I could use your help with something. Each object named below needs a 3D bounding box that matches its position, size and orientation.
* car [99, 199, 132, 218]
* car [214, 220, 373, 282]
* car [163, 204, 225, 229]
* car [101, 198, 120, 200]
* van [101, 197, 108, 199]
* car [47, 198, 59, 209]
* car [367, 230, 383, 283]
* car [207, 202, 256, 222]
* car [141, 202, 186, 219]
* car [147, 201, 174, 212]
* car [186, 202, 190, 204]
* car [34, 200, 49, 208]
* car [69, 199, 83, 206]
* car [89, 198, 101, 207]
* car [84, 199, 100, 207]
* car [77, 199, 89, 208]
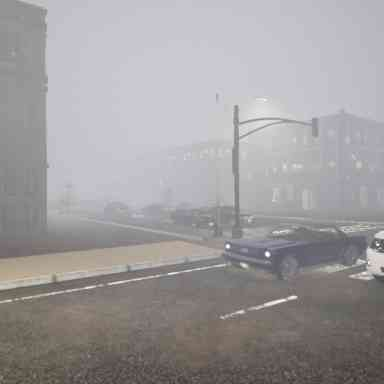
[{"bbox_3d":[-7.923,1.847,35.460,1.967,1.590,4.097,-1,0,-35],"label":"car"},{"bbox_3d":[3.165,1.600,9.927,4.718,1.301,1.895,0,0,-35],"label":"car"},{"bbox_3d":[0.014,1.815,24.074,1.947,1.339,4.313,-1,0,-35],"label":"car"},{"bbox_3d":[-9.249,1.939,41.835,2.128,1.511,4.902,-1,0,-35],"label":"car"},{"bbox_3d":[-13.909,1.907,58.366,1.690,1.788,3.998,-1,0,-35],"label":"van"},{"bbox_3d":[-23.842,2.233,57.889,1.752,1.417,4.829,-1,0,-35],"label":"car"},{"bbox_3d":[6.737,1.219,8.479,5.566,2.045,2.150,0,0,-35],"label":"car"},{"bbox_3d":[2.693,1.738,25.001,1.812,1.442,4.674,-1,0,-34],"label":"car"},{"bbox_3d":[-3.253,1.878,33.370,2.033,1.411,5.357,-1,0,-36],"label":"car"},{"bbox_3d":[-4.291,1.966,44.826,1.802,1.307,4.206,-2,0,-35],"label":"car"},{"bbox_3d":[-1.088,1.904,40.313,1.802,1.307,4.206,-2,0,-35],"label":"car"},{"bbox_3d":[-30.349,2.377,67.055,2.008,1.369,4.403,-1,0,-35],"label":"car"},{"bbox_3d":[-26.720,2.365,76.421,1.947,1.339,4.313,-1,0,-35],"label":"car"},{"bbox_3d":[-17.114,1.940,62.880,2.192,1.841,5.009,-1,0,-35],"label":"car"},{"bbox_3d":[-20.312,2.228,67.393,1.887,1.381,4.507,-1,0,-35],"label":"car"},{"bbox_3d":[-20.211,2.195,62.807,1.812,1.442,4.674,-1,0,-35],"label":"car"}]
